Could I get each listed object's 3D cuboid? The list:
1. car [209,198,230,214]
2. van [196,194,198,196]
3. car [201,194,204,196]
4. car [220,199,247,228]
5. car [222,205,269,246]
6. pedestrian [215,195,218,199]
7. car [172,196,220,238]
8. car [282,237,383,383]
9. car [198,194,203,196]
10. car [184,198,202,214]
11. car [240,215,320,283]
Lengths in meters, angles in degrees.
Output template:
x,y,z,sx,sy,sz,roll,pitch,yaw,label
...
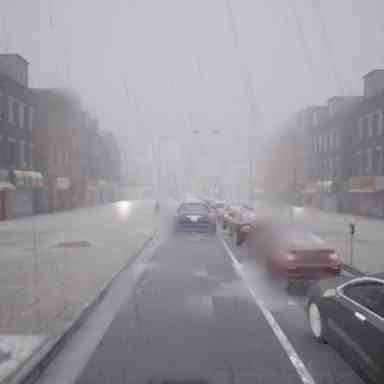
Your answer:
x,y,z,sx,sy,sz,roll,pitch,yaw,label
2.749,1.424,34.150,1.812,1.442,4.674,0,0,0,car
2.616,1.395,92.458,1.690,1.788,3.998,-1,0,0,van
2.626,1.438,48.622,1.887,1.381,4.507,-1,0,0,car
2.628,1.362,20.492,1.967,1.590,4.097,-1,0,0,car
2.629,1.483,14.867,1.887,1.381,4.507,-1,0,0,car
2.749,1.189,36.978,0.375,1.860,0.375,-1,1,0,pedestrian
0.097,1.282,17.460,2.097,1.767,4.553,0,0,0,car
2.630,1.533,3.615,2.008,1.369,4.403,0,0,0,car
2.624,1.475,65.499,2.008,1.369,4.403,-1,0,0,car
0.110,1.422,34.866,1.812,1.442,4.674,0,0,0,car
2.630,1.540,9.241,1.802,1.307,4.206,-1,0,0,car
